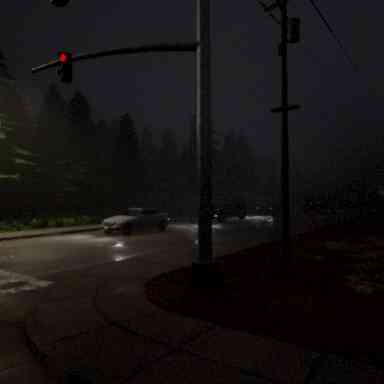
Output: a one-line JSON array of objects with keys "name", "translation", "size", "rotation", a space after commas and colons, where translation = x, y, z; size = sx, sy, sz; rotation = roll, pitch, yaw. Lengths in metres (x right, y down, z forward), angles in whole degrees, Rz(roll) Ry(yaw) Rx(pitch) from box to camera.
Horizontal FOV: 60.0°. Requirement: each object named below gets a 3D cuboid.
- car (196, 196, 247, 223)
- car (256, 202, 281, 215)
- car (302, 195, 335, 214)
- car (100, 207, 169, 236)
[{"name": "car", "translation": [2.579, 1.347, 27.683], "size": [2.150, 2.045, 5.566], "rotation": [-1, 0, 37]}, {"name": "car", "translation": [8.668, 1.726, 35.859], "size": [1.895, 1.301, 4.718], "rotation": [-1, 0, 37]}, {"name": "car", "translation": [14.139, 1.320, 37.090], "size": [2.150, 2.045, 5.566], "rotation": [-1, 0, 38]}, {"name": "car", "translation": [-3.265, 1.652, 19.790], "size": [1.812, 1.442, 4.674], "rotation": [-1, 0, 37]}]
